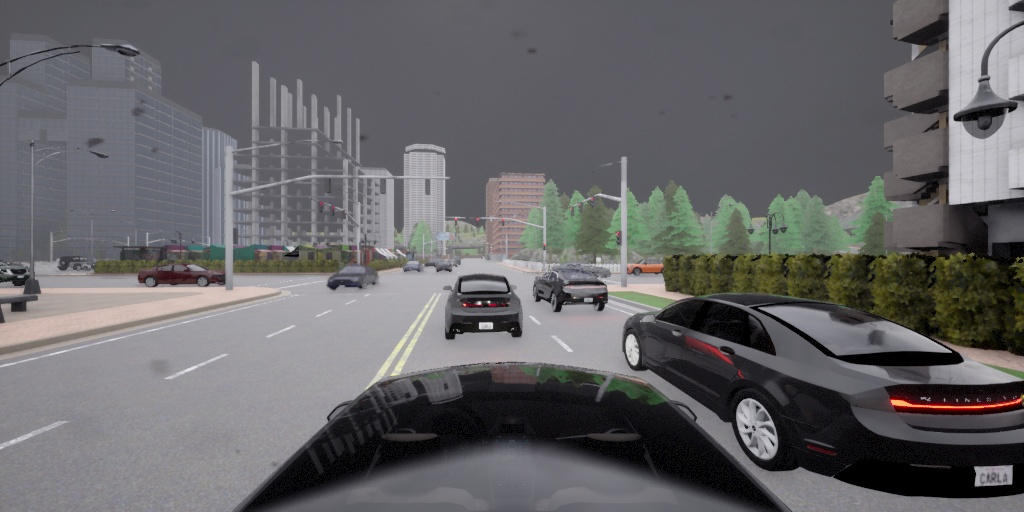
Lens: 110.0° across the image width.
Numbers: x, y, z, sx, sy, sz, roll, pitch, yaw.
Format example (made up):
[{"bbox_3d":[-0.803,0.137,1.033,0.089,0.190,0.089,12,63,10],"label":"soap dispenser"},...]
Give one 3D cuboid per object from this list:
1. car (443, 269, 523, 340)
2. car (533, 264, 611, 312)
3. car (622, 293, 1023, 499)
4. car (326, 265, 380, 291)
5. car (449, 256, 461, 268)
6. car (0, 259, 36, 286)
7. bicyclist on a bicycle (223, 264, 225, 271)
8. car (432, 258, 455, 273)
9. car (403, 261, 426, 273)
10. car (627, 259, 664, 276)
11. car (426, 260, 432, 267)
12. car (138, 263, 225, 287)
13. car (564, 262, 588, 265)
[{"bbox_3d":[-0.867,1.255,10.111,1.837,1.490,4.892,0,0,-7],"label":"car"},{"bbox_3d":[2.126,1.242,14.230,2.128,1.511,4.902,0,0,-9],"label":"car"},{"bbox_3d":[3.109,1.255,4.869,1.837,1.490,4.892,0,0,-4],"label":"car"},{"bbox_3d":[-9.765,1.297,22.513,2.033,1.411,5.357,0,0,-7],"label":"car"},{"bbox_3d":[-10.542,1.242,62.789,2.128,1.511,4.902,0,0,-6],"label":"car"},{"bbox_3d":[-33.914,0.972,22.522,5.566,2.045,2.150,0,0,-5],"label":"car"},{"bbox_3d":[-29.555,1.011,37.399,0.582,1.620,1.656,0,5,-5],"label":"bicyclist on a bicycle"},{"bbox_3d":[-8.221,1.297,43.502,2.033,1.411,5.357,0,0,-9],"label":"car"},{"bbox_3d":[-11.867,1.276,43.311,1.812,1.442,4.674,0,0,-6],"label":"car"},{"bbox_3d":[14.019,1.102,37.536,4.553,1.767,2.097,0,0,-5],"label":"car"},{"bbox_3d":[-13.973,1.351,62.037,1.895,1.301,4.718,0,0,-6],"label":"car"},{"bbox_3d":[-21.424,1.228,23.635,5.008,1.535,1.882,0,0,-5],"label":"car"},{"bbox_3d":[5.666,1.241,29.791,4.902,1.511,2.128,0,0,4],"label":"car"}]
